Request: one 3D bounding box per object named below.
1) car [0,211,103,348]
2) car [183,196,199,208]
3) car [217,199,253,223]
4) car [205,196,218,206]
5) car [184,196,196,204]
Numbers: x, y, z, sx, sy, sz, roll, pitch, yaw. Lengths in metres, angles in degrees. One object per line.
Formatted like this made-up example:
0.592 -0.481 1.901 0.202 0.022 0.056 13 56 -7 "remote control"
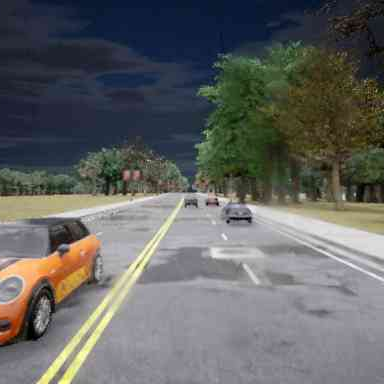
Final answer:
-3.306 1.345 6.499 2.097 1.767 4.553 0 0 0 "car"
-0.114 1.356 45.401 1.837 1.490 4.892 0 0 -1 "car"
3.247 1.483 24.630 2.033 1.411 5.357 0 0 0 "car"
3.007 1.330 50.278 2.163 1.488 4.792 0 0 0 "car"
-0.346 1.384 58.385 1.895 1.301 4.718 0 0 -1 "car"
